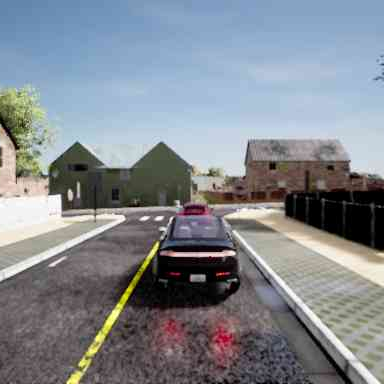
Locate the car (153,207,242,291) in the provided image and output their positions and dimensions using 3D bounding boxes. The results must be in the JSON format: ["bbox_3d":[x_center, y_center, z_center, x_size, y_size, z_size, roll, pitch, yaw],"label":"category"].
[{"bbox_3d":[0.120,1.359,8.626,2.128,1.511,4.902,0,1,0],"label":"car"}]

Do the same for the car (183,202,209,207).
[{"bbox_3d":[0.188,1.254,17.856,1.812,1.442,4.674,0,1,2],"label":"car"}]
